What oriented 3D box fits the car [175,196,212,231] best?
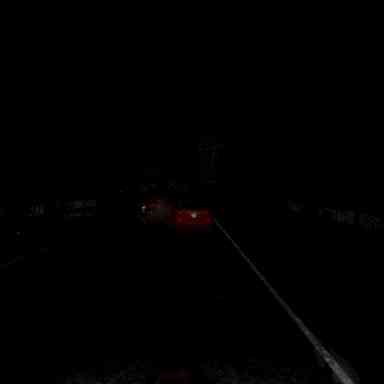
[{"bbox_3d":[0.104,1.328,20.592,2.097,1.767,4.553,0,0,0],"label":"car"}]

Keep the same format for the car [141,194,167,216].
[{"bbox_3d":[-3.590,1.303,31.900,2.097,1.767,4.553,0,0,0],"label":"car"}]

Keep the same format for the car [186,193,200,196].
[{"bbox_3d":[0.107,1.151,42.189,2.150,2.045,5.566,0,0,0],"label":"car"}]
